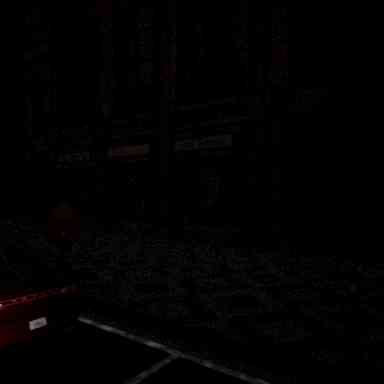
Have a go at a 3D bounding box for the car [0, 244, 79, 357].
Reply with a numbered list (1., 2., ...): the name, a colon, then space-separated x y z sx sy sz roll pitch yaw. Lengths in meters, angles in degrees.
1. car: -3.778 1.543 5.554 4.507 1.381 1.887 0 -1 36

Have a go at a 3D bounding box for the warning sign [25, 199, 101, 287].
1. warning sign: -3.079 1.113 7.983 1.060 1.860 1.300 -1 0 36
